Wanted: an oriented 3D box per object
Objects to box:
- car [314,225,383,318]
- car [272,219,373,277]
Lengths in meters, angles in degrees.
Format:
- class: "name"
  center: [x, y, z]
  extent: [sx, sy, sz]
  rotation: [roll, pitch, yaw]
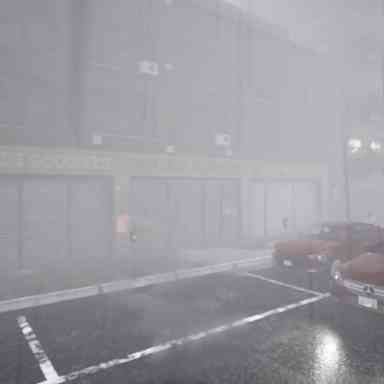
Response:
- class: "car"
  center: [4.705, 1.498, 6.677]
  extent: [4.674, 1.442, 1.812]
  rotation: [0, 0, -36]
- class: "car"
  center: [4.208, 1.512, 9.572]
  extent: [4.507, 1.381, 1.887]
  rotation: [0, 0, -35]
